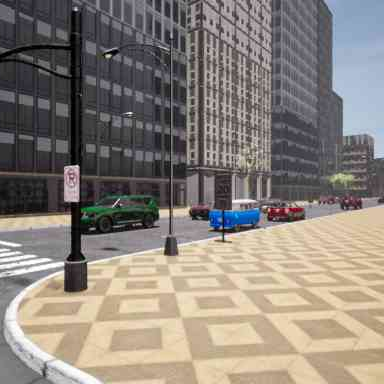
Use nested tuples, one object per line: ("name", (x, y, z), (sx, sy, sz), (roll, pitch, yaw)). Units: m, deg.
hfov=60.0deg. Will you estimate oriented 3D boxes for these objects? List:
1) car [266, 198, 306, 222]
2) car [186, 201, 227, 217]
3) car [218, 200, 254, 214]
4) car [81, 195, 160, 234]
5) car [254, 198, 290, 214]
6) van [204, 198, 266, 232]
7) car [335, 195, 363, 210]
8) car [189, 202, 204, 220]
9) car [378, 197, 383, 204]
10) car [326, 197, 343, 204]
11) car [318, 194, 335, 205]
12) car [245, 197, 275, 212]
("car", (7.684, 1.472, 26.839), (1.967, 1.590, 4.097), (0, 0, 38))
("car", (1.452, 1.603, 31.663), (1.802, 1.307, 4.206), (0, 0, 38))
("car", (4.858, 1.570, 36.064), (1.887, 1.381, 4.507), (0, 0, 38))
("car", (-4.400, 1.238, 20.035), (2.150, 2.045, 5.566), (0, 0, 39))
("car", (9.070, 1.524, 37.448), (2.128, 1.511, 4.902), (0, 0, 38))
("van", (2.704, 1.368, 20.224), (1.690, 1.788, 3.998), (0, 0, 38))
("car", (21.305, 1.368, 44.439), (2.192, 1.841, 5.009), (0, 0, 38))
("car", (1.819, 1.624, 28.102), (1.895, 1.301, 4.718), (0, 0, 38))
("car", (38.332, 1.658, 66.437), (1.947, 1.339, 4.313), (0, 0, 38))
("car", (28.696, 1.624, 66.862), (2.008, 1.369, 4.403), (0, 0, 38))
("car", (25.291, 1.380, 62.463), (2.192, 1.841, 5.009), (0, 0, 38))
("car", (8.263, 1.471, 40.463), (1.967, 1.590, 4.097), (0, 0, 38))
